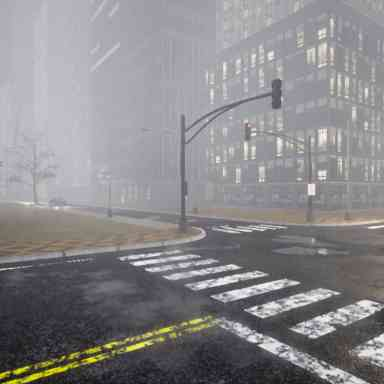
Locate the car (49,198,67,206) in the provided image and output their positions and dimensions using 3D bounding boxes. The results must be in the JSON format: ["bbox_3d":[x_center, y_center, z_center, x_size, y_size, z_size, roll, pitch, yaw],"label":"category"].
[{"bbox_3d":[-21.844,1.606,54.132,1.895,1.301,4.718,0,0,-35],"label":"car"}]
